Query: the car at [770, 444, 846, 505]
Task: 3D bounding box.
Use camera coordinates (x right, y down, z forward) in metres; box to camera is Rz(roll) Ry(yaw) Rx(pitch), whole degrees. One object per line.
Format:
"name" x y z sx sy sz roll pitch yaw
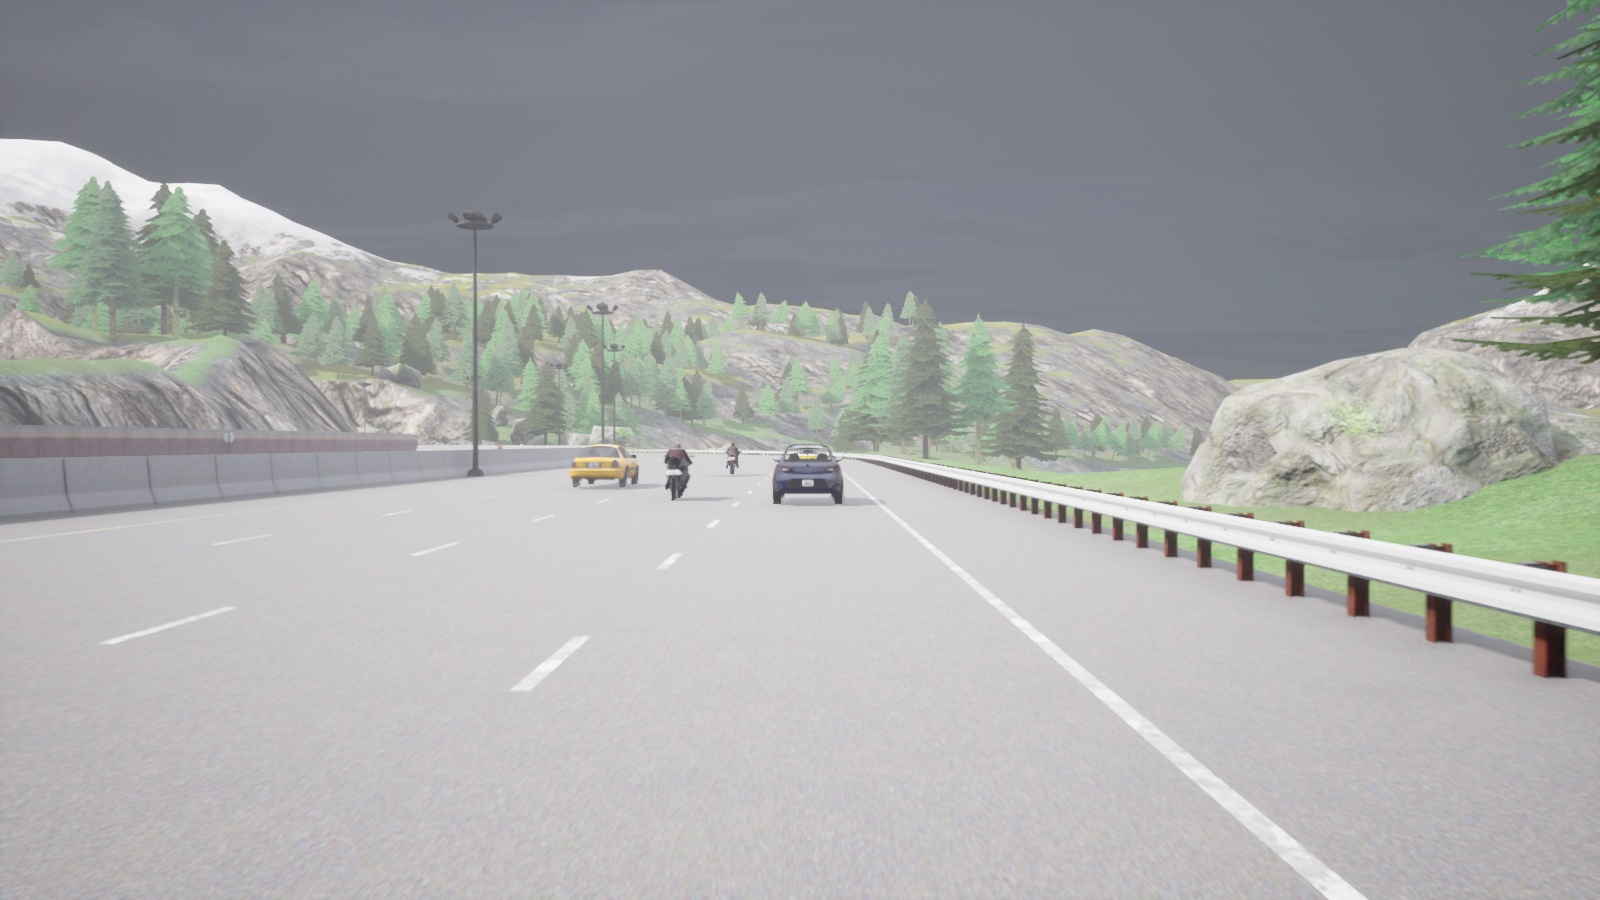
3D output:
"car" 0.202 0.578 32.365 1.816 1.474 4.193 0 0 0

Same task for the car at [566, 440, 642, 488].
"car" -6.734 0.434 43.652 1.801 1.575 5.366 0 0 0

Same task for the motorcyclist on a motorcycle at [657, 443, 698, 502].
"motorcyclist on a motorcycle" -3.290 0.588 33.862 0.866 1.530 2.191 0 0 0
